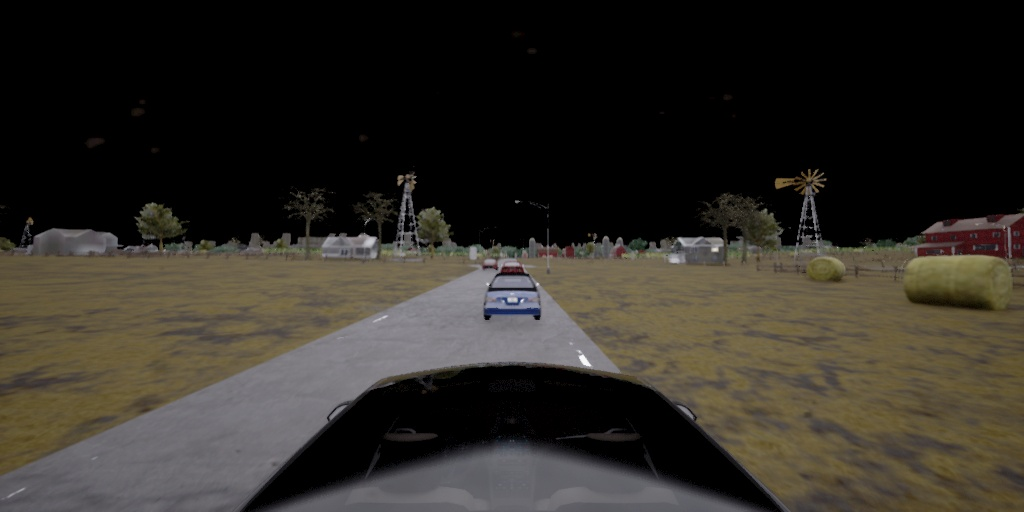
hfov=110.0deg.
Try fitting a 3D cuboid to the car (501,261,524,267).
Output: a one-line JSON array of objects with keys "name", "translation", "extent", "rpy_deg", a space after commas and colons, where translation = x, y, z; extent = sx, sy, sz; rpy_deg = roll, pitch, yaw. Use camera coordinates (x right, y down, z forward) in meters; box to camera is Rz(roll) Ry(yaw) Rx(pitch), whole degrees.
[{"name": "car", "translation": [0.045, 1.157, 30.907], "extent": [1.882, 1.535, 5.008], "rpy_deg": [0, 1, 1]}]

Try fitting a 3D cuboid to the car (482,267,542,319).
[{"name": "car", "translation": [0.020, 1.280, 12.632], "extent": [2.033, 1.411, 5.357], "rpy_deg": [0, 0, 0]}]

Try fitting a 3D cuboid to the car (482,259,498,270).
[{"name": "car", "translation": [-2.814, 1.100, 46.341], "extent": [1.882, 1.535, 5.008], "rpy_deg": [0, 0, 0]}]
